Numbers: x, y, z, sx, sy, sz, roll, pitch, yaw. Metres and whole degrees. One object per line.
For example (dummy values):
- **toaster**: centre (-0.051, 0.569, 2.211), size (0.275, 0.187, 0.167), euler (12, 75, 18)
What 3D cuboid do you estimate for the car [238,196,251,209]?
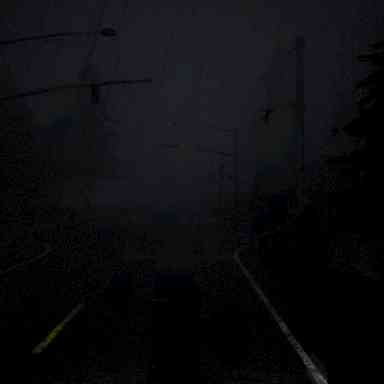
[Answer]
- **car**: centre (8.862, 1.300, 43.519), size (4.605, 1.855, 1.932), euler (0, 0, -1)

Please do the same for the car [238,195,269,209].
- **car**: centre (8.448, 1.311, 46.029), size (3.866, 1.878, 1.905), euler (0, 0, -1)

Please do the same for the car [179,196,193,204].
- **car**: centre (-0.919, 1.755, 68.136), size (2.033, 1.411, 5.357), euler (0, 0, -7)

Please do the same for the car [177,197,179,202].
- **car**: centre (-2.214, 1.606, 78.320), size (1.812, 1.442, 4.674), euler (0, 0, -13)
